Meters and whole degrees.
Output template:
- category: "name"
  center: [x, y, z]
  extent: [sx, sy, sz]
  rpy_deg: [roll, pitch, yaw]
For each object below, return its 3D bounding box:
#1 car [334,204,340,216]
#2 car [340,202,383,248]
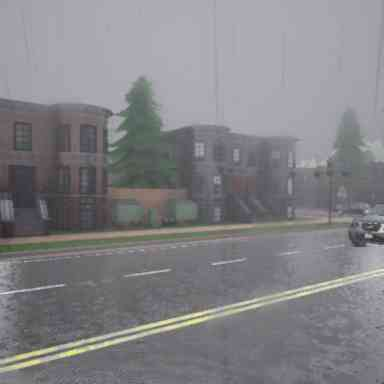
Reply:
- category: "car"
  center: [17.394, 1.818, 34.908]
  extent: [2.128, 1.511, 4.902]
  rpy_deg: [1, 0, -32]
- category: "car"
  center: [9.144, 1.391, 14.473]
  extent: [5.566, 2.045, 2.150]
  rpy_deg: [1, 0, -34]
